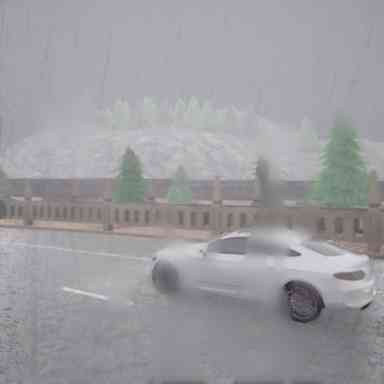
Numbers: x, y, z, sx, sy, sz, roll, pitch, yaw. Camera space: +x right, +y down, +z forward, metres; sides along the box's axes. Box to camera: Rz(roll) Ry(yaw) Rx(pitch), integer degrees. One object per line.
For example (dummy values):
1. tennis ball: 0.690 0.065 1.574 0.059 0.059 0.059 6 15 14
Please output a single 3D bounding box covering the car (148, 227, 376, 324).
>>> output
1. car: 1.217 1.487 7.020 4.674 1.442 1.812 0 0 33
